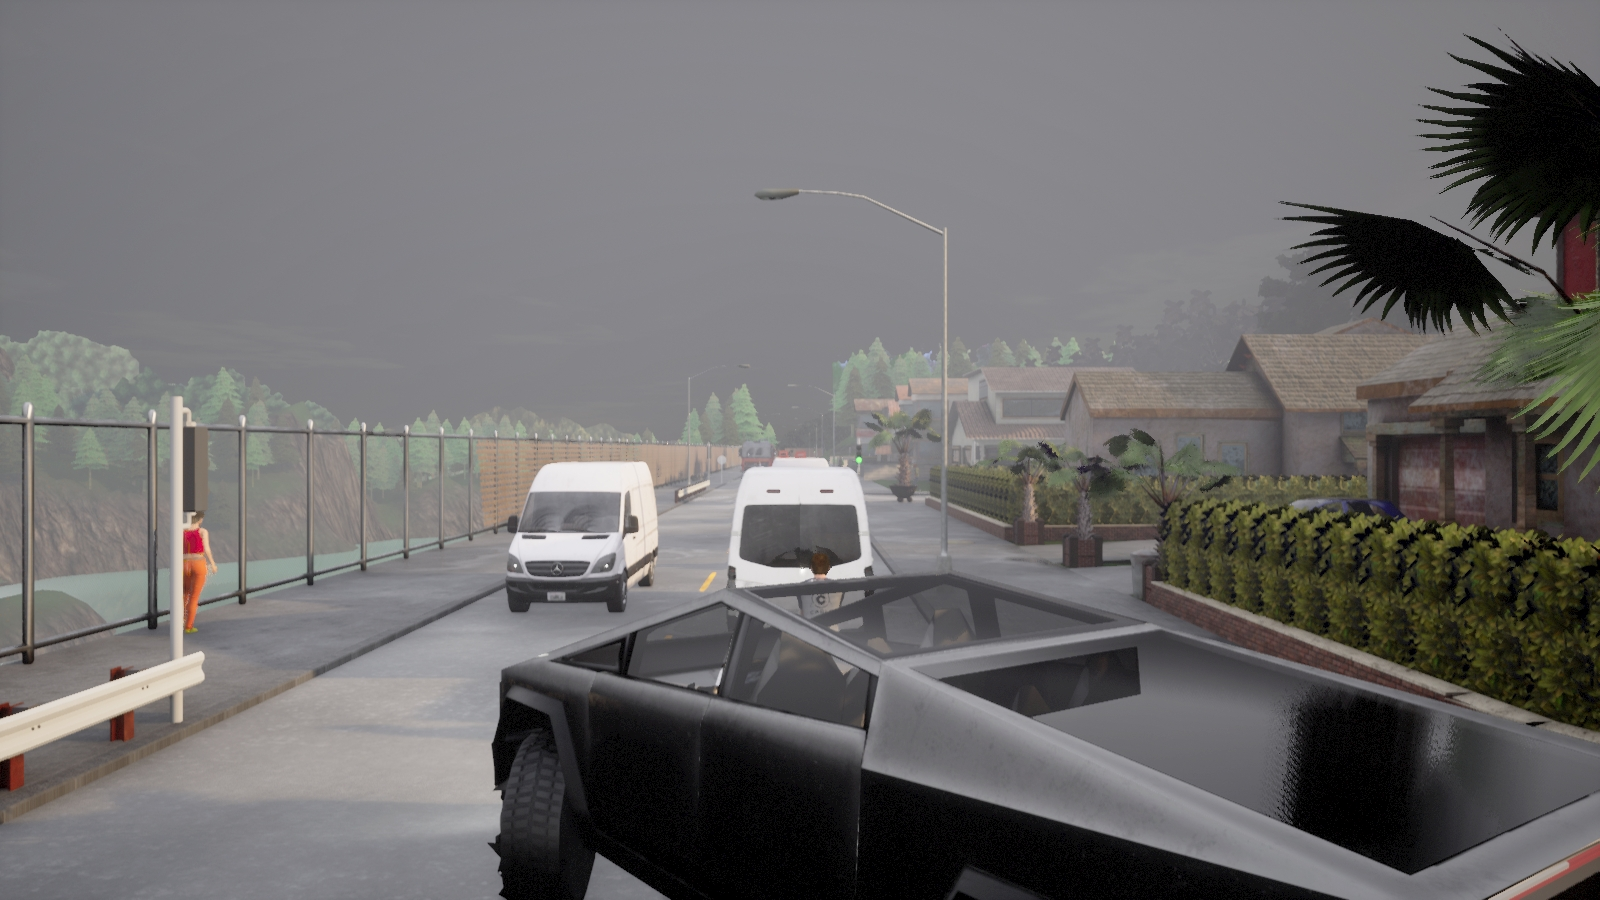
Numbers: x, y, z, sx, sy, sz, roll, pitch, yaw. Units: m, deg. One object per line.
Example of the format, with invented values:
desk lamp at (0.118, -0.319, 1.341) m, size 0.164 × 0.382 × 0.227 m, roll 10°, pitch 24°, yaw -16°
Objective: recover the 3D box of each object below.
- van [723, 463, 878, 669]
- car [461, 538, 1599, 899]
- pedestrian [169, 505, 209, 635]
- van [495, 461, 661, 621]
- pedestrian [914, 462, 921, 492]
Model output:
van at (0.007, 1.528, 17.649) m, size 1.988 × 2.561 × 5.915 m, roll 0°, pitch 0°, yaw 0°
car at (0.520, 1.751, 5.908) m, size 2.390 × 2.098 × 6.274 m, roll 0°, pitch 0°, yaw -36°
pedestrian at (-8.885, 1.737, 16.624) m, size 0.375 × 1.860 × 0.375 m, roll 0°, pitch 0°, yaw -2°
van at (-3.992, 1.525, 21.668) m, size 1.988 × 2.561 × 5.915 m, roll 0°, pitch 0°, yaw 0°
pedestrian at (7.456, 1.709, 72.491) m, size 0.375 × 1.860 × 0.375 m, roll 0°, pitch 0°, yaw 9°
